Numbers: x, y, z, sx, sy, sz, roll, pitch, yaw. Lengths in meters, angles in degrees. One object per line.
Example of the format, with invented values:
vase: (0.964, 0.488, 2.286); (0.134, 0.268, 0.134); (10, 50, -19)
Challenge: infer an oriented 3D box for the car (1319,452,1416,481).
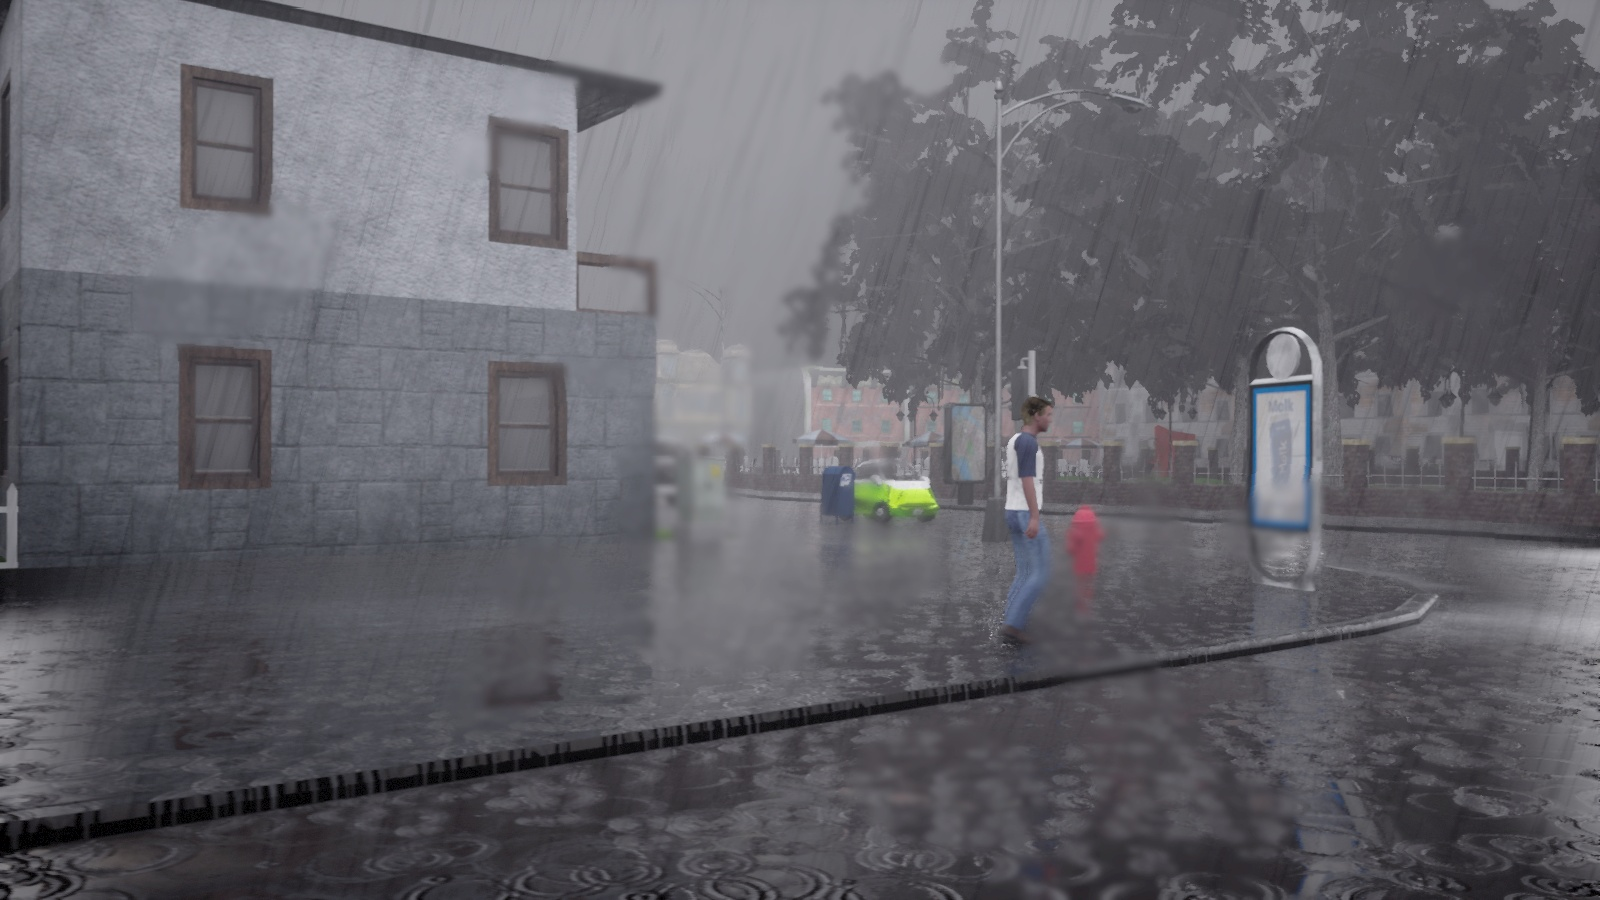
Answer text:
car: (33.464, 0.934, 74.189); (2.033, 1.649, 4.856); (0, 0, -37)

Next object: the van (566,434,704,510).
van: (-4.859, 0.606, 36.481); (2.069, 2.038, 4.480); (0, 0, -37)

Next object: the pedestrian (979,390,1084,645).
pedestrian: (1.689, 0.488, 9.209); (0.706, 1.836, 0.354); (0, 0, 0)

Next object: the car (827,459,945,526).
car: (1.864, 0.901, 27.449); (1.481, 1.376, 2.207); (0, -1, -37)
